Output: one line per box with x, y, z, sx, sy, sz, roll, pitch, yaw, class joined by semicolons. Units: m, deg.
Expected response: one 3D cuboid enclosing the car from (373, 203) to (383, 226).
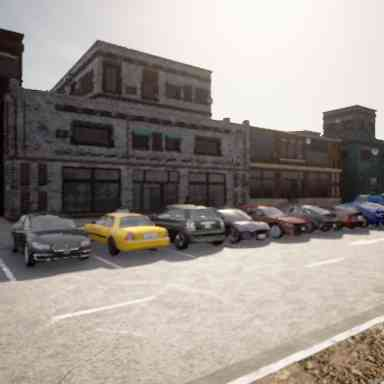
10.813;1.523;22.926;2.097;1.535;5.008;0;0;-35;car

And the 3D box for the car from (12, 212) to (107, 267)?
-5.054;1.480;11.671;2.231;1.521;4.892;0;0;-35;car

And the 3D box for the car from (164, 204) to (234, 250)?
-0.598;1.362;14.794;2.185;1.767;4.553;0;0;-36;car

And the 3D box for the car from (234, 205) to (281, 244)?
1.662;1.522;16.398;2.163;1.488;4.792;0;0;-35;car

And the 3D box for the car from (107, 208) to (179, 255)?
-2.891;1.480;13.427;1.946;1.575;5.366;0;0;-35;car

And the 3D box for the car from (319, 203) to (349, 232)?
6.181;1.507;19.635;2.231;1.521;4.892;0;0;-35;car

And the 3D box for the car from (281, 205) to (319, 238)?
3.907;1.498;18.035;2.097;1.535;5.008;0;0;-35;car

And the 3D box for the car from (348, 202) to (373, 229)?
8.425;1.543;21.273;2.163;1.488;4.792;0;0;-35;car
